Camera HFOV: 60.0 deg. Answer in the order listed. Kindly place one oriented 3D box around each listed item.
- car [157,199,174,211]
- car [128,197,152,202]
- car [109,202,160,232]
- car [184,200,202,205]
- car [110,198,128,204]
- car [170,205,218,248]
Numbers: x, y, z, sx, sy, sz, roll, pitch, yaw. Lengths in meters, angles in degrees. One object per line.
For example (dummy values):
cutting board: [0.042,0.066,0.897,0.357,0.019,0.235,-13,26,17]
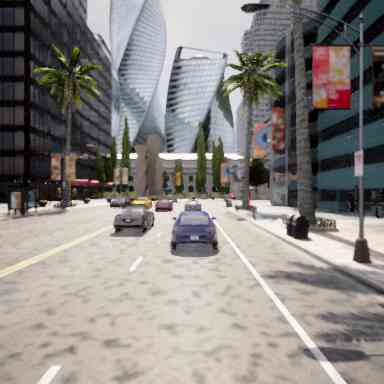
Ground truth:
car: [-3.343,1.585,40.959,1.994,1.385,4.181,0,0,1]
car: [-6.719,1.500,44.767,1.882,1.535,5.008,0,0,5]
car: [-3.401,1.558,20.259,2.033,1.411,5.357,0,0,0]
car: [0.100,1.566,35.203,2.033,1.411,5.357,0,0,0]
car: [-10.069,1.572,47.305,2.033,1.411,5.357,0,0,5]
car: [0.099,1.533,14.629,1.812,1.442,4.674,0,0,0]
